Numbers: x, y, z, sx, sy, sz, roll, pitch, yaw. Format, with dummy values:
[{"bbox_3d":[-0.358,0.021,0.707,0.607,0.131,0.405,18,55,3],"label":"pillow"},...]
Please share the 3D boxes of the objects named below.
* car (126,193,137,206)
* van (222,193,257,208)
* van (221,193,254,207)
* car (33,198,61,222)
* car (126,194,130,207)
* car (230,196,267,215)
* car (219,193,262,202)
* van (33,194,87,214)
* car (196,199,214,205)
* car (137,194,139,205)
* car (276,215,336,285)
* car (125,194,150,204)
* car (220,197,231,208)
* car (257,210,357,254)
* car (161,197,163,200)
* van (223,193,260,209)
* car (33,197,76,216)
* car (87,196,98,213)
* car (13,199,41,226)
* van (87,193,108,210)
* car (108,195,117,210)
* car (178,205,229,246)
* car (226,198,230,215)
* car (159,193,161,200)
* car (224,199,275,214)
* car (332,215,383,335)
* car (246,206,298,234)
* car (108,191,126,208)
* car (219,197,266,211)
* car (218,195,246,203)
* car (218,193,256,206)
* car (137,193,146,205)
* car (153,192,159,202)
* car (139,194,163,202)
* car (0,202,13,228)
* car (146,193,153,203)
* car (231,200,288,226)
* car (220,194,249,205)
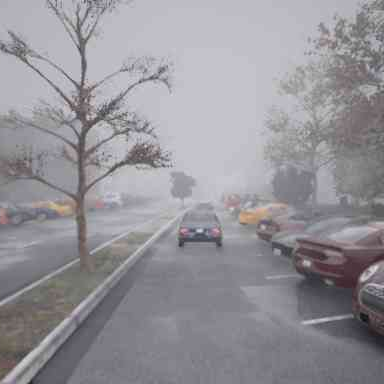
[{"bbox_3d":[-11.385,1.185,48.756,5.566,2.045,2.435,-1,0,-17],"label":"car"},{"bbox_3d":[6.639,1.210,46.764,4.442,1.987,1.878,1,0,-17],"label":"van"},{"bbox_3d":[6.813,1.207,49.737,4.442,1.987,1.878,1,0,-17],"label":"van"},{"bbox_3d":[-12.755,1.455,24.736,5.008,1.535,2.097,-1,0,-17],"label":"car"},{"bbox_3d":[-11.539,1.438,45.771,5.008,1.535,2.097,-1,0,-17],"label":"car"},{"bbox_3d":[5.383,1.335,23.040,4.553,1.767,2.185,1,0,-17],"label":"car"},{"bbox_3d":[5.905,1.201,31.957,5.566,2.045,2.435,1,0,-17],"label":"car"},{"bbox_3d":[-12.315,1.223,30.791,4.442,1.987,1.878,-1,0,-17],"label":"van"},{"bbox_3d":[1.433,1.492,36.893,1.812,1.442,4.674,0,0,3],"label":"car"},{"bbox_3d":[-11.149,1.462,51.781,4.792,1.488,2.163,-1,0,-17],"label":"car"},{"bbox_3d":[4.910,1.477,8.242,5.008,1.535,2.097,1,0,-19],"label":"car"},{"bbox_3d":[-10.419,1.298,63.777,4.553,1.767,2.185,-1,0,-16],"label":"car"},{"bbox_3d":[5.535,1.450,28.920,5.366,1.575,1.946,1,0,-17],"label":"car"},{"bbox_3d":[4.953,1.504,11.187,4.792,1.488,2.163,1,0,-18],"label":"car"},{"bbox_3d":[-9.712,1.151,75.801,5.566,2.045,2.435,-1,0,-16],"label":"car"},{"bbox_3d":[6.465,1.213,43.791,4.442,1.987,1.878,1,0,-17],"label":"van"},{"bbox_3d":[-12.764,1.452,27.685,5.366,1.575,1.946,-1,0,-17],"label":"car"},{"bbox_3d":[-12.277,1.478,33.750,4.792,1.488,2.163,-1,0,-17],"label":"car"},{"bbox_3d":[-12.877,1.457,21.719,4.892,1.521,2.231,-1,0,-17],"label":"car"},{"bbox_3d":[-11.966,1.219,36.806,4.442,1.987,1.878,-1,0,-17],"label":"van"},{"bbox_3d":[-11.898,1.443,39.771,5.008,1.535,2.097,-1,0,-17],"label":"car"},{"bbox_3d":[0.385,1.534,15.246,2.033,1.411,5.357,0,0,2],"label":"car"},{"bbox_3d":[5.550,1.459,26.013,4.892,1.521,2.231,1,0,-17],"label":"car"},{"bbox_3d":[-9.876,1.453,72.805,4.674,1.452,2.002,-1,0,-16],"label":"car"},{"bbox_3d":[6.021,1.478,34.904,4.792,1.488,2.163,1,0,-17],"label":"car"},{"bbox_3d":[4.903,1.356,5.286,4.553,1.767,2.185,1,0,-19],"label":"car"},{"bbox_3d":[5.095,1.501,14.178,4.792,1.488,2.163,1,0,-18],"label":"car"},{"bbox_3d":[-11.744,1.190,42.758,5.566,2.045,2.435,-1,0,-17],"label":"car"},{"bbox_3d":[6.219,1.438,40.802,5.366,1.575,1.946,1,0,-17],"label":"car"},{"bbox_3d":[8.215,1.414,68.487,5.366,1.575,1.946,1,0,-17],"label":"car"},{"bbox_3d":[7.128,1.180,52.754,5.566,2.045,2.435,1,0,-17],"label":"car"},{"bbox_3d":[-10.976,1.179,54.784,5.566,2.045,2.435,-1,0,-17],"label":"car"},{"bbox_3d":[-10.073,1.419,69.786,5.008,1.535,2.097,-1,0,-16],"label":"car"},{"bbox_3d":[-9.670,1.384,78.779,5.366,1.575,1.946,-1,1,-16],"label":"car"},{"bbox_3d":[-12.997,1.332,18.702,4.553,1.767,2.185,-1,0,-18],"label":"car"},{"bbox_3d":[-10.613,1.174,60.787,5.566,2.045,2.435,-1,0,-17],"label":"car"},{"bbox_3d":[5.271,1.465,20.086,5.008,1.535,2.097,1,0,-17],"label":"car"},{"bbox_3d":[7.422,1.299,58.682,4.553,1.767,2.185,1,0,-17],"label":"car"}]
